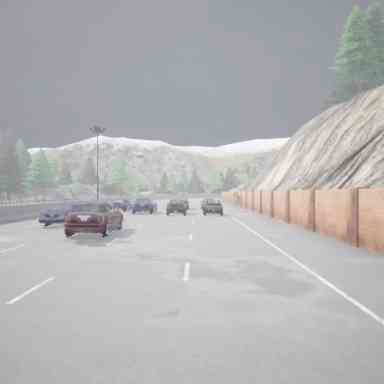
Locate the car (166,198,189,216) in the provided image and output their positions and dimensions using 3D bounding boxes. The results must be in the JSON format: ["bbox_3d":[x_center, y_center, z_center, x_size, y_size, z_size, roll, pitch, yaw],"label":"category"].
[{"bbox_3d":[-1.486,1.505,32.958,1.837,1.490,4.892,0,0,0],"label":"car"}]

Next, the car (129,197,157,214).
[{"bbox_3d":[-4.950,1.353,35.516,2.097,1.767,4.553,0,0,1],"label":"car"}]

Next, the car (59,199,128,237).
[{"bbox_3d":[-5.181,1.352,18.180,2.097,1.767,4.553,0,0,1],"label":"car"}]

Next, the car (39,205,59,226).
[{"bbox_3d":[-8.617,1.547,23.069,2.033,1.411,5.357,0,0,1],"label":"car"}]

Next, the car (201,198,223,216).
[{"bbox_3d":[2.013,1.491,32.773,2.128,1.511,4.902,0,0,1],"label":"car"}]

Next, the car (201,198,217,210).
[{"bbox_3d":[2.148,1.525,43.221,1.812,1.442,4.674,0,0,1],"label":"car"}]
